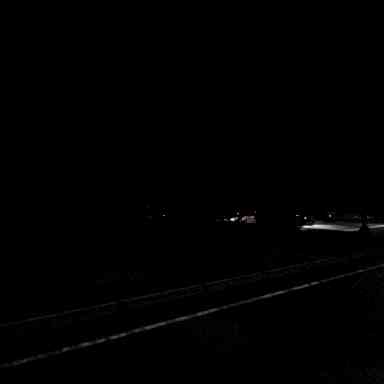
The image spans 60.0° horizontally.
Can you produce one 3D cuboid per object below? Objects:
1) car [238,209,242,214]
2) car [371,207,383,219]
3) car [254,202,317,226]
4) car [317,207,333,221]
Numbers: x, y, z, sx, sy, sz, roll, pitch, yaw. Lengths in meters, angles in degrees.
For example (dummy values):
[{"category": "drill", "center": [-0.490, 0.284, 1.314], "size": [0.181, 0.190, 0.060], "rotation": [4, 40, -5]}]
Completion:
[{"category": "car", "center": [2.734, 1.787, 34.667], "size": [2.033, 1.411, 5.357], "rotation": [0, -1, -42]}, {"category": "car", "center": [17.566, 1.572, 27.737], "size": [1.812, 1.442, 4.674], "rotation": [-1, 1, -40]}, {"category": "car", "center": [6.622, 1.651, 24.601], "size": [1.994, 1.385, 4.181], "rotation": [0, -1, -39]}, {"category": "car", "center": [8.981, 1.586, 27.250], "size": [2.128, 1.511, 4.902], "rotation": [0, -1, -39]}]
